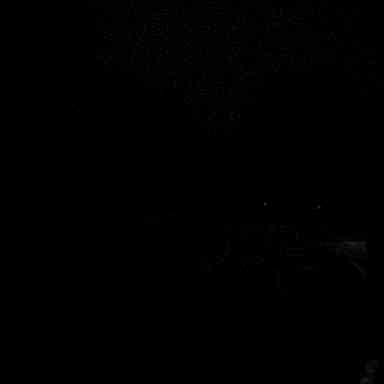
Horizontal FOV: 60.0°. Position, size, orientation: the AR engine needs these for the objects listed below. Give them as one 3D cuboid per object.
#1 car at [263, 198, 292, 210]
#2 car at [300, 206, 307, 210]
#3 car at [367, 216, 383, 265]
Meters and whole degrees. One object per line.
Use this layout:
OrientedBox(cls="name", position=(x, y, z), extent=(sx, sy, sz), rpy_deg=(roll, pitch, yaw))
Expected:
OrientedBox(cls="car", position=(12.559, 1.661, 47.555), extent=(4.553, 1.767, 2.097), rpy_deg=(0, -2, 25))
OrientedBox(cls="car", position=(28.090, 4.701, 84.129), extent=(2.150, 2.045, 5.566), rpy_deg=(0, -5, 21))
OrientedBox(cls="car", position=(6.137, 1.252, 8.580), extent=(2.150, 2.045, 5.566), rpy_deg=(0, -1, 19))
